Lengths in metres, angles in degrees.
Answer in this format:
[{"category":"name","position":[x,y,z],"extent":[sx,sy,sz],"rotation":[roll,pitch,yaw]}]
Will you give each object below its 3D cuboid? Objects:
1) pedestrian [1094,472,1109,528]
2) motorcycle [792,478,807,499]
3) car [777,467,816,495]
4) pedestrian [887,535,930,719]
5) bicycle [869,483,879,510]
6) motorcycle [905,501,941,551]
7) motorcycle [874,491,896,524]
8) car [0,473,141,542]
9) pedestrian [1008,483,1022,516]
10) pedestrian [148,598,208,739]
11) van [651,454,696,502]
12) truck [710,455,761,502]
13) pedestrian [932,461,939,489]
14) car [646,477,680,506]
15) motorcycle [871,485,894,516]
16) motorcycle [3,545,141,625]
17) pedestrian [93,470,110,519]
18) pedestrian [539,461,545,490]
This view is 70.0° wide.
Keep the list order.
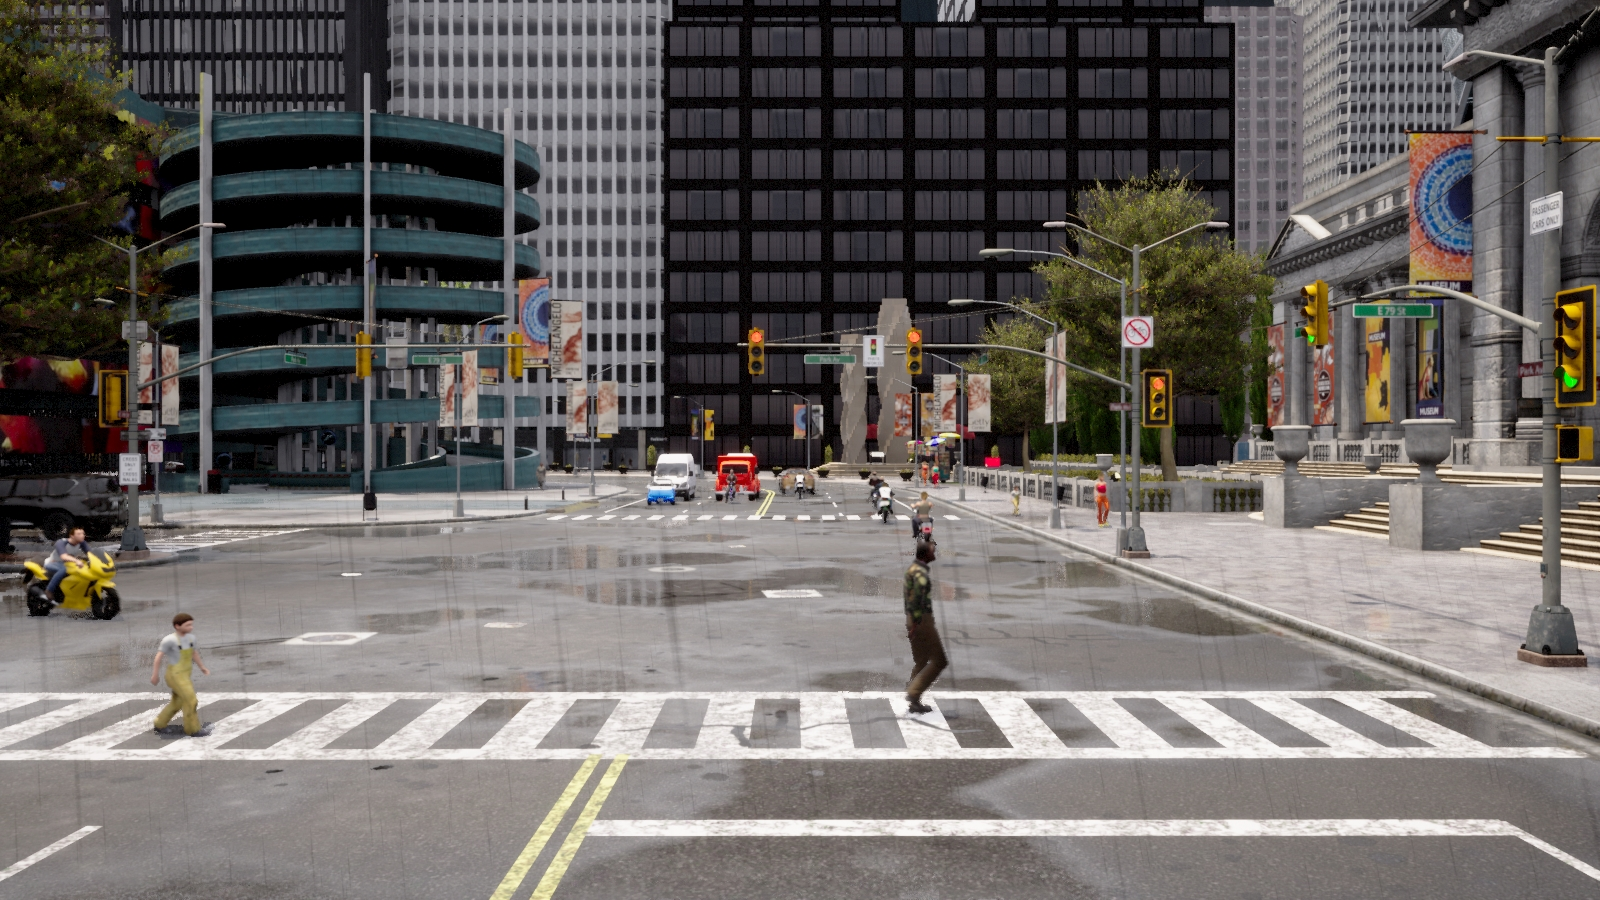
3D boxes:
[{"category":"pedestrian","position":[10.177,1.681,38.624],"extent":[0.375,1.860,0.375],"rotation":[0,0,-8]},{"category":"motorcycle","position":[-0.028,2.188,65.745],"extent":[0.803,1.145,2.033],"rotation":[0,0,0]},{"category":"car","position":[-0.256,1.963,73.948],"extent":[2.152,1.651,5.027],"rotation":[0,0,-4]},{"category":"pedestrian","position":[1.137,1.842,12.011],"extent":[0.375,1.860,0.375],"rotation":[0,0,-9]},{"category":"bicycle","position":[3.503,2.189,54.095],"extent":[0.329,1.171,1.835],"rotation":[0,0,0]},{"category":"motorcycle","position":[3.503,2.157,32.652],"extent":[0.764,1.277,2.356],"rotation":[0,0,0]},{"category":"motorcycle","position":[3.276,2.195,44.068],"extent":[0.803,1.145,2.033],"rotation":[-1,0,5]},{"category":"car","position":[-23.953,1.766,35.609],"extent":[5.566,2.045,2.150],"rotation":[0,0,0]},{"category":"pedestrian","position":[8.502,1.959,45.143],"extent":[0.375,1.300,0.375],"rotation":[0,0,-25]},{"category":"pedestrian","position":[-6.089,2.124,11.192],"extent":[0.375,1.300,0.375],"rotation":[0,0,7]},{"category":"van","position":[-7.042,1.510,64.165],"extent":[1.988,2.561,5.915],"rotation":[0,0,-1]},{"category":"truck","position":[-3.541,1.543,64.074],"extent":[2.627,2.467,5.204],"rotation":[0,0,-1]},{"category":"pedestrian","position":[9.028,1.667,76.125],"extent":[0.375,1.860,0.375],"rotation":[0,0,-4]},{"category":"car","position":[-6.988,2.098,58.266],"extent":[1.481,1.376,2.207],"rotation":[0,0,0]},{"category":"motorcycle","position":[3.529,2.163,49.138],"extent":[0.856,1.236,1.805],"rotation":[0,0,0]},{"category":"motorcycle","position":[-12.021,2.205,18.869],"extent":[2.033,1.145,0.803],"rotation":[0,0,17]},{"category":"pedestrian","position":[-26.629,1.679,43.550],"extent":[0.375,1.860,0.375],"rotation":[0,0,13]},{"category":"pedestrian","position":[-16.659,1.668,73.717],"extent":[0.375,1.860,0.375],"rotation":[0,0,-9]}]
